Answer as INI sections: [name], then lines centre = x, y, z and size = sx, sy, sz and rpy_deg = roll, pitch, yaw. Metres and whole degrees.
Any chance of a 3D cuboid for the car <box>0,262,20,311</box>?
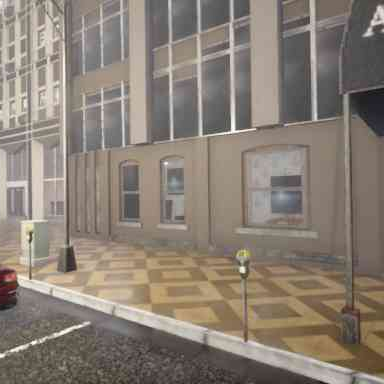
[car]
centre = -4.954, 1.583, 6.419
size = 4.206, 1.307, 1.802
rpy_deg = 0, -1, 36
